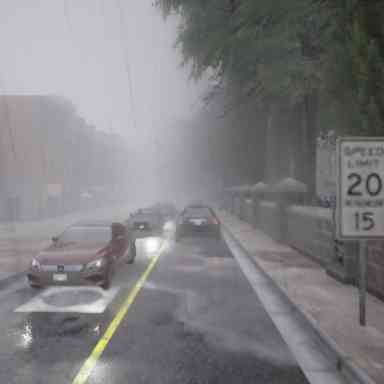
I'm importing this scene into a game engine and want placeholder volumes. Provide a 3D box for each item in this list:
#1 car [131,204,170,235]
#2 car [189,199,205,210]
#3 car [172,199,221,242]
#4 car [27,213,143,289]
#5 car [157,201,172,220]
[{"bbox_3d":[-2.620,1.638,19.323,1.994,1.385,4.181,0,0,0],"label":"car"},{"bbox_3d":[0.660,1.672,45.401,1.994,1.385,4.181,0,0,1],"label":"car"},{"bbox_3d":[0.298,1.425,16.916,2.097,1.767,4.553,0,0,1],"label":"car"},{"bbox_3d":[-2.755,1.557,9.374,1.812,1.442,4.674,0,0,1],"label":"car"},{"bbox_3d":[-2.439,1.602,29.659,2.128,1.511,4.902,0,0,1],"label":"car"}]
